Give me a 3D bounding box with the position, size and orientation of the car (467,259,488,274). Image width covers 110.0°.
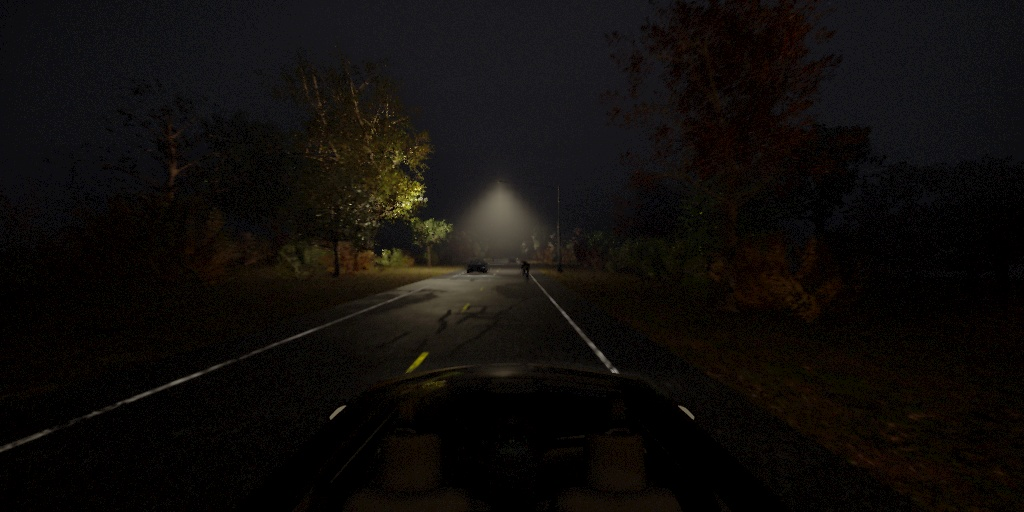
[{"bbox_3d":[-3.549,1.048,37.288,1.882,1.535,5.008,0,0,0],"label":"car"}]

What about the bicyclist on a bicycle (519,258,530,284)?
[{"bbox_3d":[0.972,1.086,24.331,0.582,1.620,1.656,0,0,0],"label":"bicyclist on a bicycle"}]

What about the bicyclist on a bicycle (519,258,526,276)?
[{"bbox_3d":[0.977,1.042,33.333,0.582,1.620,1.656,0,0,0],"label":"bicyclist on a bicycle"}]
